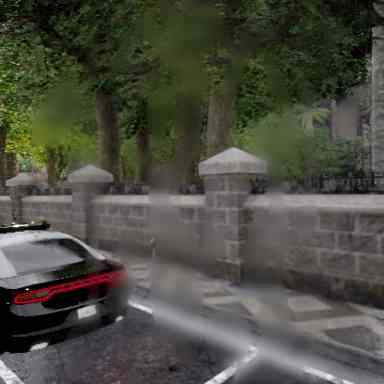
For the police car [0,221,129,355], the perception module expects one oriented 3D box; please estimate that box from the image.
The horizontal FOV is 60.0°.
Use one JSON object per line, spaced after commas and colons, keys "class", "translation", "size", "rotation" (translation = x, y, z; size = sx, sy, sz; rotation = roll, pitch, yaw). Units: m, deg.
{"class": "police car", "translation": [-3.284, 1.406, 6.207], "size": [5.238, 1.638, 1.930], "rotation": [0, 1, 43]}
